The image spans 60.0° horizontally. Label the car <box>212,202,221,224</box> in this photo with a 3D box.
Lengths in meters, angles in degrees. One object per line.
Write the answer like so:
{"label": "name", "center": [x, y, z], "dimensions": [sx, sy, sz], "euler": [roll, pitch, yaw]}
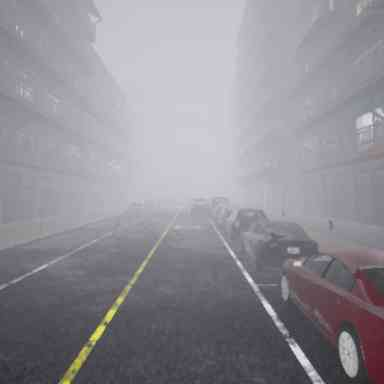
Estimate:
{"label": "car", "center": [2.686, 1.600, 22.257], "dimensions": [2.008, 1.369, 4.403], "euler": [1, 0, 0]}

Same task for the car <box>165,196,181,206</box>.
{"label": "car", "center": [-3.093, 1.458, 57.937], "dimensions": [2.097, 1.767, 4.553], "euler": [0, 0, 0]}

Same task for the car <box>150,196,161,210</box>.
{"label": "car", "center": [-5.708, 1.653, 44.995], "dimensions": [1.947, 1.339, 4.313], "euler": [1, 0, 0]}

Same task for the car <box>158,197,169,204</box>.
{"label": "car", "center": [-5.722, 1.663, 67.680], "dimensions": [1.887, 1.381, 4.507], "euler": [1, 0, 0]}

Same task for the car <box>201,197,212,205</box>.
{"label": "car", "center": [2.662, 1.637, 62.123], "dimensions": [1.752, 1.417, 4.829], "euler": [1, 0, 0]}

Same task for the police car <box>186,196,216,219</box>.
{"label": "police car", "center": [0.679, 1.488, 29.631], "dimensions": [1.930, 1.638, 5.238], "euler": [0, 0, -2]}

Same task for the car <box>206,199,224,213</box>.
{"label": "car", "center": [2.676, 1.604, 39.440], "dimensions": [1.752, 1.417, 4.829], "euler": [1, 0, 0]}

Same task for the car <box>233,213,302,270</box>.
{"label": "car", "center": [2.693, 1.592, 10.916], "dimensions": [1.947, 1.339, 4.313], "euler": [1, 0, 0]}

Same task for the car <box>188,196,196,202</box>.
{"label": "car", "center": [-0.051, 1.582, 79.714], "dimensions": [1.994, 1.385, 4.181], "euler": [0, 0, 0]}

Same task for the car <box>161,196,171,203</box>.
{"label": "car", "center": [-5.725, 1.676, 73.352], "dimensions": [2.008, 1.369, 4.403], "euler": [1, 0, 0]}

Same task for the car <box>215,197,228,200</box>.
{"label": "car", "center": [2.682, 1.385, 33.600], "dimensions": [2.192, 1.841, 5.009], "euler": [1, 0, 0]}

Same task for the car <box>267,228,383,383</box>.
{"label": "car", "center": [2.697, 1.558, 5.245], "dimensions": [1.887, 1.381, 4.507], "euler": [1, 0, 0]}

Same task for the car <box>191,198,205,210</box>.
{"label": "car", "center": [0.815, 1.593, 45.535], "dimensions": [1.837, 1.490, 4.892], "euler": [0, 0, 0]}

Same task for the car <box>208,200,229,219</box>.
{"label": "car", "center": [2.683, 1.611, 27.928], "dimensions": [2.008, 1.369, 4.403], "euler": [1, 0, 0]}

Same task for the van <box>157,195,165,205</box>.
{"label": "van", "center": [-5.716, 1.453, 62.009], "dimensions": [1.690, 1.788, 3.998], "euler": [1, 0, 0]}

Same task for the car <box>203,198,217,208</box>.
{"label": "car", "center": [2.669, 1.640, 50.611], "dimensions": [1.887, 1.381, 4.507], "euler": [1, 0, 0]}

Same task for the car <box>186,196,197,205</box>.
{"label": "car", "center": [-0.041, 1.606, 64.712], "dimensions": [2.128, 1.511, 4.902], "euler": [0, 0, 0]}

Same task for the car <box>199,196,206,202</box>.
{"label": "car", "center": [2.649, 1.718, 84.638], "dimensions": [1.802, 1.307, 4.206], "euler": [1, 0, 0]}

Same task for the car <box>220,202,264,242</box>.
{"label": "car", "center": [2.691, 1.478, 16.586], "dimensions": [1.967, 1.590, 4.097], "euler": [1, 0, 0]}

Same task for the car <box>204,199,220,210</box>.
{"label": "car", "center": [2.672, 1.632, 44.941], "dimensions": [1.887, 1.381, 4.507], "euler": [1, 0, 0]}

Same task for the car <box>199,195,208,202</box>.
{"label": "car", "center": [2.653, 1.571, 78.966], "dimensions": [1.967, 1.590, 4.097], "euler": [1, 0, 0]}

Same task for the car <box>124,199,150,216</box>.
{"label": "car", "center": [-5.702, 1.651, 33.651], "dimensions": [1.802, 1.307, 4.206], "euler": [1, 0, 0]}
